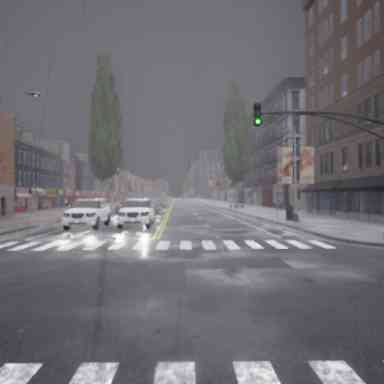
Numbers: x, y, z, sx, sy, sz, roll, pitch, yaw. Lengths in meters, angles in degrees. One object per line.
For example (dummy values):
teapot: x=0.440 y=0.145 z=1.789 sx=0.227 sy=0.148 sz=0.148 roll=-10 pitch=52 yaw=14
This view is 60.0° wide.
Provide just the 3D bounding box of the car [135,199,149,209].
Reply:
car: x=-8.581 y=2.076 z=56.937 sx=1.882 sy=1.535 sz=5.008 roll=0 pitch=-1 yaw=-3

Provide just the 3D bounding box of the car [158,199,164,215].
car: x=-4.542 y=1.869 z=38.303 sx=1.837 sy=1.490 sz=4.892 roll=0 pitch=0 yaw=-3

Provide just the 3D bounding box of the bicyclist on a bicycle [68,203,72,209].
bicyclist on a bicycle: x=-10.091 y=1.729 z=27.905 sx=0.582 sy=1.620 sz=1.656 roll=0 pitch=0 yaw=-1

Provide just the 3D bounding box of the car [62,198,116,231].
car: x=-7.094 y=1.445 z=22.961 sx=2.150 sy=2.045 sz=5.566 roll=0 pitch=-1 yaw=-2

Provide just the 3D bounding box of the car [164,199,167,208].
car: x=-5.336 y=1.953 z=57.121 sx=2.097 sy=1.767 sz=4.553 roll=0 pitch=-1 yaw=-3

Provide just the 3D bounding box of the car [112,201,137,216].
car: x=-7.828 y=1.869 z=38.973 sx=2.128 sy=1.511 sz=4.902 roll=0 pitch=-1 yaw=-3

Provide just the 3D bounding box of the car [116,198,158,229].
car: x=-3.873 y=1.446 z=23.720 sx=2.150 sy=2.045 sz=5.566 roll=0 pitch=-1 yaw=-2
